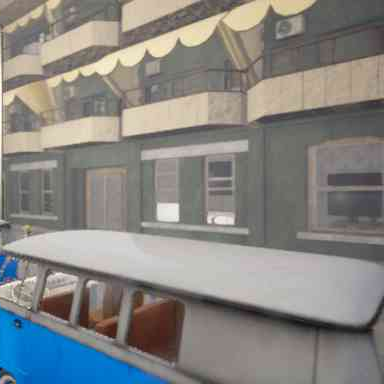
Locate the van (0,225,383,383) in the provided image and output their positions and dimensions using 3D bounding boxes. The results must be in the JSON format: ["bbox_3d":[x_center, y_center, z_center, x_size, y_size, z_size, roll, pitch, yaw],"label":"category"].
[{"bbox_3d":[-0.309,1.329,2.955,3.998,1.788,1.690,0,0,36],"label":"van"}]

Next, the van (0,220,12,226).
[{"bbox_3d":[-4.925,1.291,6.248,3.998,1.788,1.690,0,0,36],"label":"van"}]
